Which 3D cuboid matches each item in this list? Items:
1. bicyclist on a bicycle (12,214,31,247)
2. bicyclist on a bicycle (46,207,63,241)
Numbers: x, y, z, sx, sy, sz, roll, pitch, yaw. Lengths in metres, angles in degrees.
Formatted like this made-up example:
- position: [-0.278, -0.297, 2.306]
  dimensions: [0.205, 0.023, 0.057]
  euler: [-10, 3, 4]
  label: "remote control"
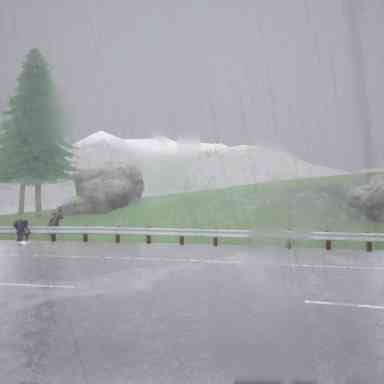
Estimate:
- position: [-7.341, 1.730, 14.362]
  dimensions: [0.582, 1.656, 1.620]
  euler: [0, 0, -12]
  label: "bicyclist on a bicycle"
- position: [-6.421, 1.371, 15.517]
  dimensions: [0.582, 1.656, 1.620]
  euler: [22, 29, -15]
  label: "bicyclist on a bicycle"
